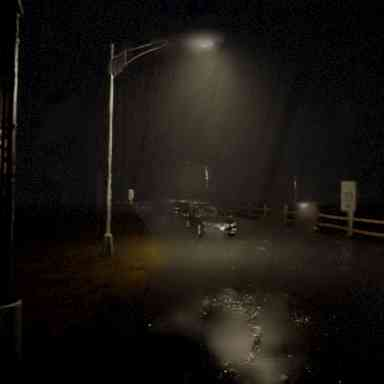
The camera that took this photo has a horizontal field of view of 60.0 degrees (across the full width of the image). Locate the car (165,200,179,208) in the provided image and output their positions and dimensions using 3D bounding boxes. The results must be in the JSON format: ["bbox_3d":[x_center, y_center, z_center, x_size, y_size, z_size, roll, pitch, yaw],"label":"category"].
[{"bbox_3d":[-3.685,2.095,59.714,1.895,1.301,4.718,1,-1,-11],"label":"car"}]

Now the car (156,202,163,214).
[{"bbox_3d":[-2.978,1.780,37.866,1.895,1.301,4.718,1,-1,-11],"label":"car"}]

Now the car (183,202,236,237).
[{"bbox_3d":[0.970,1.534,18.333,1.837,1.490,4.892,1,-1,-11],"label":"car"}]

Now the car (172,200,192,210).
[{"bbox_3d":[-1.599,1.919,49.632,2.033,1.411,5.357,1,-1,-11],"label":"car"}]

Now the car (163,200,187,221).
[{"bbox_3d":[-1.004,1.600,28.084,1.837,1.490,4.892,1,-1,-11],"label":"car"}]
